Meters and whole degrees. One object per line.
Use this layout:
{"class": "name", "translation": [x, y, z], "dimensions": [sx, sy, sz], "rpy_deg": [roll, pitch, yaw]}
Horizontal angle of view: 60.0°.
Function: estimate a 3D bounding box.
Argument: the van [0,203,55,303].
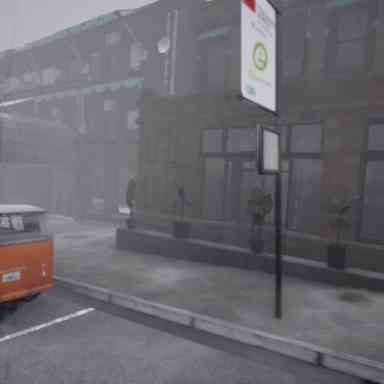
{"class": "van", "translation": [-4.873, 1.185, 7.005], "dimensions": [4.442, 1.987, 1.878], "rpy_deg": [1, 0, 35]}
